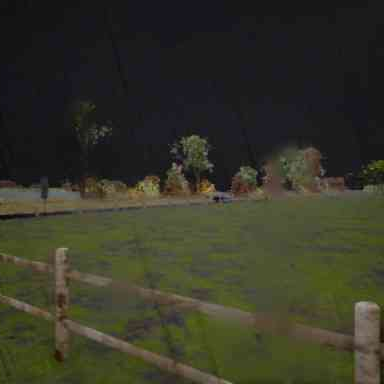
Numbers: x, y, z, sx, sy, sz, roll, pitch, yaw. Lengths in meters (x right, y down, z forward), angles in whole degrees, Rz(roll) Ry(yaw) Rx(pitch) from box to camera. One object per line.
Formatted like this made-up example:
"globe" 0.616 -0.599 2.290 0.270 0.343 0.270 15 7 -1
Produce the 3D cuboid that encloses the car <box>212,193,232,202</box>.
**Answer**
"car" 5.157 0.893 56.267 1.994 1.385 4.181 -1 0 35
